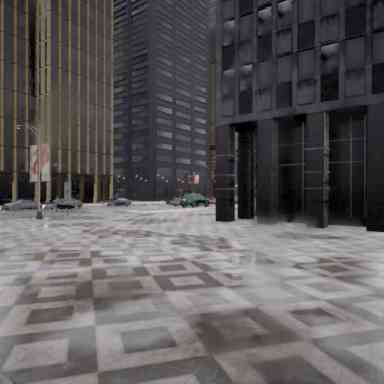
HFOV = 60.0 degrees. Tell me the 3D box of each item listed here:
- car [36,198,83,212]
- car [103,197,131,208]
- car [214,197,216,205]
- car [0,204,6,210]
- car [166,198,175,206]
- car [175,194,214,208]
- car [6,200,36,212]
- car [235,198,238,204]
[{"bbox_3d":[-15.388,1.511,39.633,2.128,1.511,4.902,0,0,37],"label":"car"},{"bbox_3d":[-11.343,1.556,50.464,1.812,1.442,4.674,0,1,37],"label":"car"},{"bbox_3d":[4.480,1.631,60.648,1.994,1.385,4.181,0,0,37],"label":"car"},{"bbox_3d":[-21.349,1.229,31.654,2.150,2.045,5.566,0,0,37],"label":"car"},{"bbox_3d":[-1.160,1.601,53.003,2.033,1.411,5.357,0,0,37],"label":"car"},{"bbox_3d":[0.487,1.279,49.801,2.150,2.045,5.566,0,0,37],"label":"car"},{"bbox_3d":[-19.870,1.573,39.066,1.994,1.385,4.181,0,0,36],"label":"car"},{"bbox_3d":[6.836,1.578,58.369,1.837,1.490,4.892,0,0,37],"label":"car"}]
